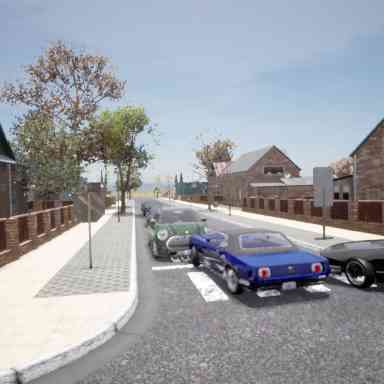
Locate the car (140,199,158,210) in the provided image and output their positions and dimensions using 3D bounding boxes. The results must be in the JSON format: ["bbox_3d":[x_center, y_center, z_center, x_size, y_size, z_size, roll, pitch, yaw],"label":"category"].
[{"bbox_3d":[-3.975,1.556,33.253,1.882,1.535,5.008,-2,0,-10],"label":"car"}]

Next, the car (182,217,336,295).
[{"bbox_3d":[1.337,1.595,8.853,1.895,1.301,4.718,-1,1,-17],"label":"car"}]

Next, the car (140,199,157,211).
[{"bbox_3d":[-5.777,1.647,43.818,2.033,1.411,5.357,-2,0,-9],"label":"car"}]

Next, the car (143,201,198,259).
[{"bbox_3d":[-0.574,1.395,12.994,2.097,1.767,4.553,-2,0,-12],"label":"car"}]

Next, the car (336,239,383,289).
[{"bbox_3d":[5.558,1.434,7.069,5.357,1.411,2.033,-1,0,41],"label":"car"}]

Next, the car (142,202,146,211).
[{"bbox_3d":[-2.186,1.620,22.970,1.994,1.385,4.181,-2,0,-10],"label":"car"}]
